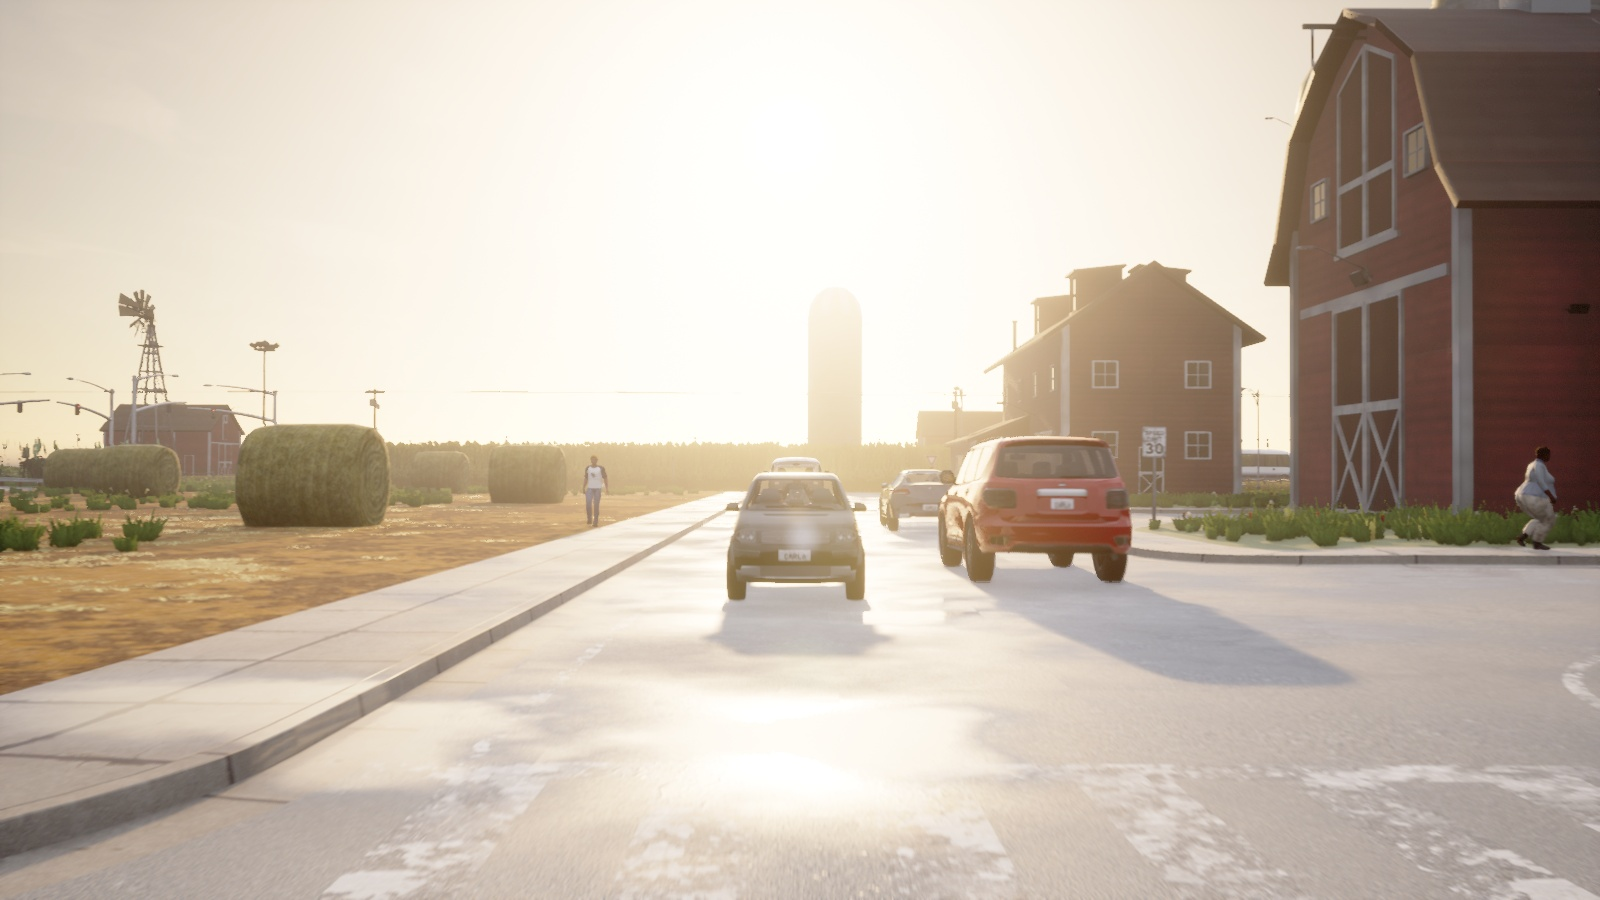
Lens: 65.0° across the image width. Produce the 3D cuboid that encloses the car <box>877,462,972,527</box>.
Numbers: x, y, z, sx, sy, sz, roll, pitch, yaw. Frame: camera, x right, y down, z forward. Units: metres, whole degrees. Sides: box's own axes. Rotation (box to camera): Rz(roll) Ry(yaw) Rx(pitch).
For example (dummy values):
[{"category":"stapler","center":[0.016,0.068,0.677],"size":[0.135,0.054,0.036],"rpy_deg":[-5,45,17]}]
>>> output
[{"category":"car","center":[3.414,1.180,35.365],"size":[2.152,1.651,5.027],"rpy_deg":[-1,0,0]}]

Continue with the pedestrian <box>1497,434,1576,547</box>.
[{"category":"pedestrian","center":[12.477,0.681,21.298],"size":[0.900,1.855,0.874],"rpy_deg":[0,-1,12]}]

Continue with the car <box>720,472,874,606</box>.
[{"category":"car","center":[-0.038,1.072,16.467],"size":[1.789,1.549,3.705],"rpy_deg":[0,-1,0]}]

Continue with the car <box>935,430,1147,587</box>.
[{"category":"car","center":[3.452,0.842,19.244],"size":[2.150,2.045,5.566],"rpy_deg":[0,-2,0]}]

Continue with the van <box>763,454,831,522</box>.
[{"category":"van","center":[-0.102,1.233,40.551],"size":[2.069,2.038,4.480],"rpy_deg":[-1,-2,0]}]

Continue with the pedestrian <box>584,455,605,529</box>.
[{"category":"pedestrian","center":[-5.126,1.038,31.366],"size":[0.354,1.836,0.706],"rpy_deg":[0,-1,5]}]
